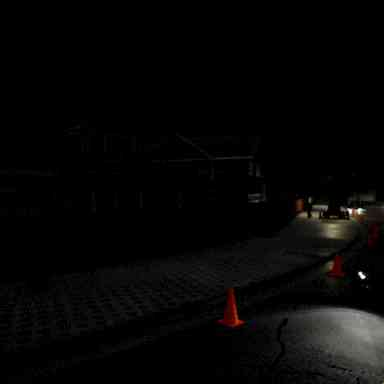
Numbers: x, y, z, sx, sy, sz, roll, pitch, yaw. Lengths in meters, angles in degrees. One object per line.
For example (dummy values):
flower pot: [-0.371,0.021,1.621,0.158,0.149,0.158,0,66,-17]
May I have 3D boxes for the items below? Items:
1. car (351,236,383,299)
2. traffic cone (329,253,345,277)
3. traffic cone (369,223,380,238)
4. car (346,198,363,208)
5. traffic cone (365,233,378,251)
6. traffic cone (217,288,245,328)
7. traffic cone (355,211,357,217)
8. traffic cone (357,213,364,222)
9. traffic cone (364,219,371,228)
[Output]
car: [5.555,1.564,8.064,2.033,1.411,5.357,0,0,41]
traffic cone: [3.974,1.971,9.109,0.340,0.580,0.340,0,0,41]
traffic cone: [9.314,1.987,16.856,0.340,0.580,0.340,0,0,28]
car: [23.643,1.567,48.534,2.128,1.511,4.902,0,0,22]
traffic cone: [6.868,1.979,12.829,0.340,0.580,0.340,0,0,35]
traffic cone: [0.673,1.963,5.748,0.340,0.580,0.340,0,0,-42]
traffic cone: [15.073,2.010,30.430,0.340,0.580,0.340,0,0,22]
traffic cone: [13.185,2.002,25.800,0.340,0.580,0.340,0,0,22]
traffic cone: [11.297,1.994,21.170,0.340,0.580,0.340,0,0,22]
